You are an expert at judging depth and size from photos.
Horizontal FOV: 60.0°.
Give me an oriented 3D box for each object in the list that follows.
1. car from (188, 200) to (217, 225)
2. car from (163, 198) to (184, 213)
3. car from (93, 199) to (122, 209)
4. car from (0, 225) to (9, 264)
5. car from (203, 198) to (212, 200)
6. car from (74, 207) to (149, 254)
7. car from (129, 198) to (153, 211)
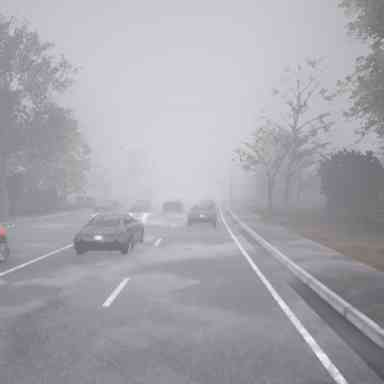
[{"bbox_3d":[0.741,1.524,23.603,1.994,1.385,4.181,0,0,3],"label":"car"},{"bbox_3d":[-1.997,1.414,36.429,1.882,1.535,5.008,0,0,4],"label":"car"},{"bbox_3d":[-9.193,1.477,36.824,2.033,1.411,5.357,0,0,4],"label":"car"},{"bbox_3d":[-6.912,1.330,8.712,2.097,1.767,4.553,0,0,1],"label":"car"},{"bbox_3d":[1.926,1.494,41.980,1.994,1.385,4.181,0,0,4],"label":"car"},{"bbox_3d":[-3.159,1.538,13.438,1.994,1.385,4.181,0,0,2],"label":"car"},{"bbox_3d":[-5.646,1.438,37.201,1.837,1.490,4.892,0,0,4],"label":"car"}]
